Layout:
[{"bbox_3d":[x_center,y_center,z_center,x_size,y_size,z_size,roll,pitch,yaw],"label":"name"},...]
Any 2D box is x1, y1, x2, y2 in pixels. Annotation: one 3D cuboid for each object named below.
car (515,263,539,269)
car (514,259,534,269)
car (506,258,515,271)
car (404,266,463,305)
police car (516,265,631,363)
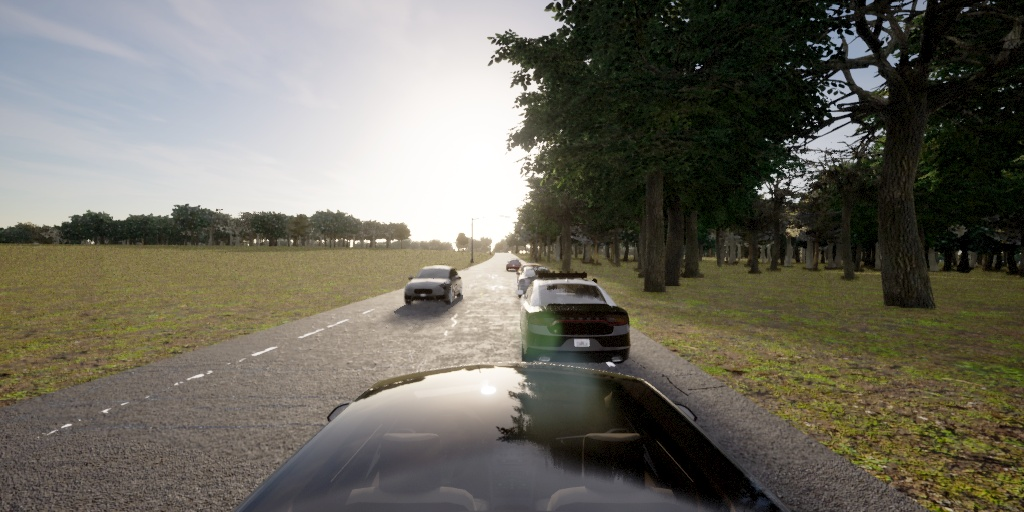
[{"bbox_3d":[1.210,1.245,18.156,1.812,1.442,4.674,0,0,0],"label":"car"},{"bbox_3d":[1.246,1.153,24.349,1.801,1.575,5.366,0,0,0],"label":"car"},{"bbox_3d":[0.266,1.147,46.552,1.994,1.385,4.181,0,0,2],"label":"car"},{"bbox_3d":[-3.362,1.231,16.046,1.837,1.490,4.892,0,0,0],"label":"car"},{"bbox_3d":[1.131,1.168,8.260,1.930,1.638,5.238,0,0,1],"label":"police car"}]
